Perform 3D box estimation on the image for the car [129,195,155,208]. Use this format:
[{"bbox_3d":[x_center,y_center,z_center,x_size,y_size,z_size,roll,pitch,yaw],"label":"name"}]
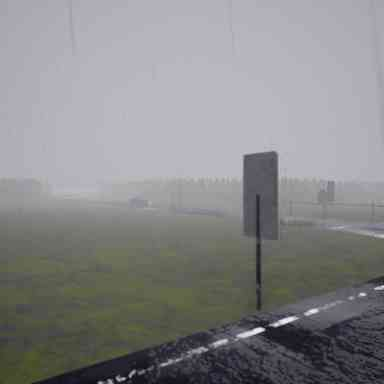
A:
[{"bbox_3d":[-6.624,1.211,43.505,2.128,1.511,4.902,0,1,-35],"label":"car"}]
